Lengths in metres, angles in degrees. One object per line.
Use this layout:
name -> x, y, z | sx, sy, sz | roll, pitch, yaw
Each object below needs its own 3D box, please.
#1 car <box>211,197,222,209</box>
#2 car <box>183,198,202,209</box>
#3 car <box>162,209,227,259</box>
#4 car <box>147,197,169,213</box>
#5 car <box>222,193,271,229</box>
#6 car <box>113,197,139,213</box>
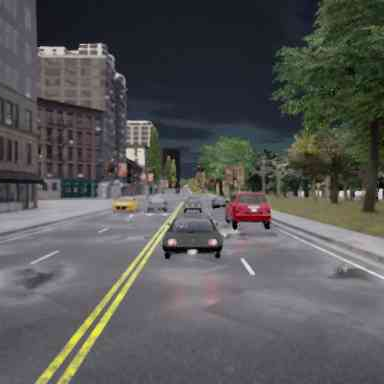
car -> 3.333, 1.267, 39.704 | 1.994, 1.385, 4.181 | 0, 0, 0
car -> 0.084, 1.297, 33.857 | 2.033, 1.411, 5.357 | 0, 0, 0
car -> 0.037, 1.512, 12.218 | 1.895, 1.301, 4.718 | 0, 0, 1
car -> -3.353, 1.279, 33.421 | 1.812, 1.442, 4.674 | 0, 0, 0
car -> 3.333, 1.068, 20.515 | 2.150, 2.045, 5.566 | 0, 0, 0
car -> -6.602, 1.230, 33.465 | 1.882, 1.535, 5.008 | 0, 0, 0
